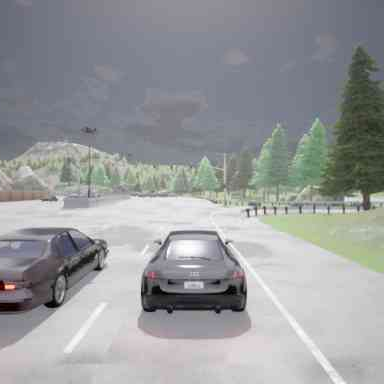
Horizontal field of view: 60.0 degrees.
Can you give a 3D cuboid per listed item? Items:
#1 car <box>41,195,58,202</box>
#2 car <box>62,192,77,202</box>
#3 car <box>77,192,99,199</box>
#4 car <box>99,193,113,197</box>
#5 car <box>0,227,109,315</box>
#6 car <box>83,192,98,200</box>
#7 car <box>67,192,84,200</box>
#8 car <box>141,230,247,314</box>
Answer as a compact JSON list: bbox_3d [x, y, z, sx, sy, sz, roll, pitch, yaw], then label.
[{"bbox_3d":[-28.594,1.325,66.640,1.994,1.385,4.181,0,0,-1],"label":"car"},{"bbox_3d":[-25.109,1.318,68.232,1.994,1.385,4.181,0,0,-1],"label":"car"},{"bbox_3d":[-21.619,1.116,69.229,2.097,1.767,4.553,0,0,-1],"label":"car"},{"bbox_3d":[-21.856,1.219,84.265,2.128,1.511,4.902,0,0,-3],"label":"car"},{"bbox_3d":[-3.464,1.546,7.846,2.033,1.411,5.357,0,0,0],"label":"car"},{"bbox_3d":[-25.330,0.922,83.445,2.150,2.045,5.566,0,0,-1],"label":"car"},{"bbox_3d":[-28.795,0.927,82.408,2.150,2.045,5.566,0,0,-1],"label":"car"},{"bbox_3d":[0.035,1.563,7.694,1.994,1.385,4.181,0,0,0],"label":"car"}]
